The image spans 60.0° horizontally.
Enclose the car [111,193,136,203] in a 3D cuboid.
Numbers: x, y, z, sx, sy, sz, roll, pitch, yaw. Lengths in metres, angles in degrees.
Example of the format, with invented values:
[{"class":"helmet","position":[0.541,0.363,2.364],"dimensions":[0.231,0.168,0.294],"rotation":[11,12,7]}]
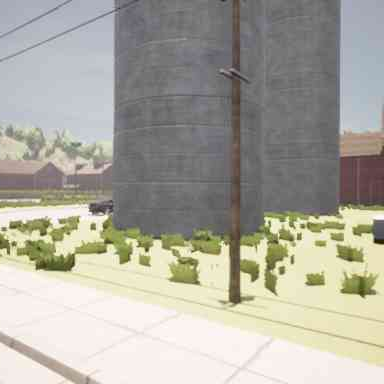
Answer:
[{"class":"car","position":[-12.659,1.060,61.093],"dimensions":[4.605,1.855,1.932],"rotation":[0,0,35]}]

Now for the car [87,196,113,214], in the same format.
[{"class":"car","position":[-7.565,1.371,31.579],"dimensions":[1.837,1.490,4.892],"rotation":[0,0,35]}]

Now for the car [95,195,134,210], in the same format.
[{"class":"car","position":[-9.827,1.303,42.012],"dimensions":[4.611,1.667,2.242],"rotation":[0,0,35]}]
